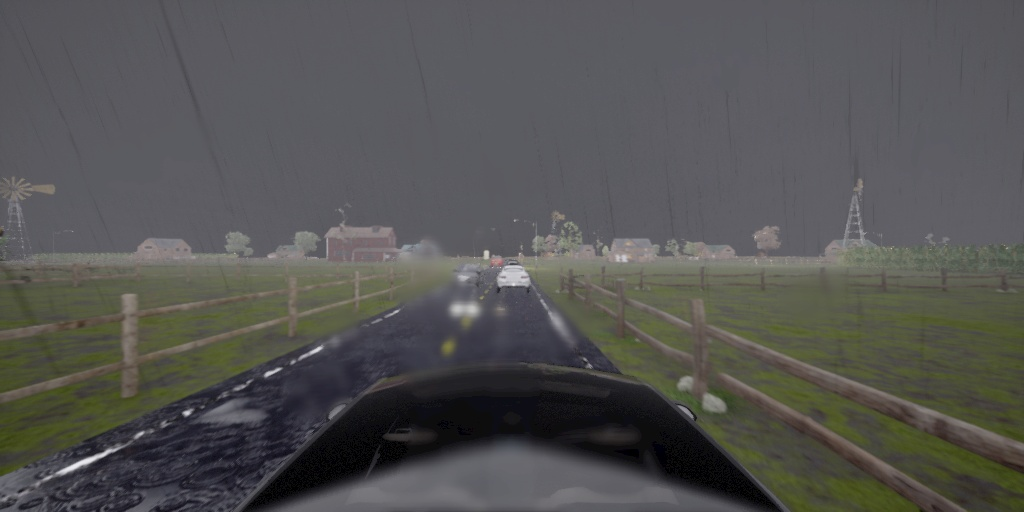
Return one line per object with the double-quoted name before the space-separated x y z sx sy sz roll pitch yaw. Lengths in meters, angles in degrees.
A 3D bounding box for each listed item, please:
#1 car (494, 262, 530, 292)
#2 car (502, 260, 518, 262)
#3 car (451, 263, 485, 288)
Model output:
"car" 0.088 1.270 21.209 1.812 1.442 4.674 0 0 0
"car" 0.085 1.239 43.360 1.837 1.490 4.892 0 0 0
"car" -2.854 1.234 23.981 2.128 1.511 4.902 0 0 0
